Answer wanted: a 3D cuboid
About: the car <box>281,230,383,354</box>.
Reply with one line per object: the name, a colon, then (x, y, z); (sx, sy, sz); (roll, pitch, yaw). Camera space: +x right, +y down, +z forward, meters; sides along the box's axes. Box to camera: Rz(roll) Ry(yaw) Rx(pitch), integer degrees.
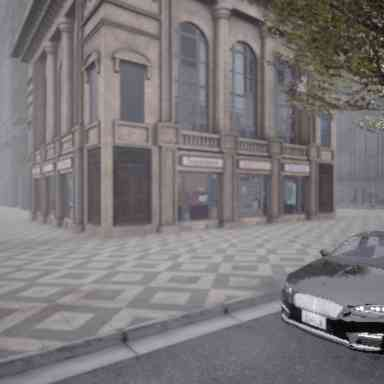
car: (3.663, 1.478, 5.992); (4.902, 1.511, 2.128); (0, 0, -36)
